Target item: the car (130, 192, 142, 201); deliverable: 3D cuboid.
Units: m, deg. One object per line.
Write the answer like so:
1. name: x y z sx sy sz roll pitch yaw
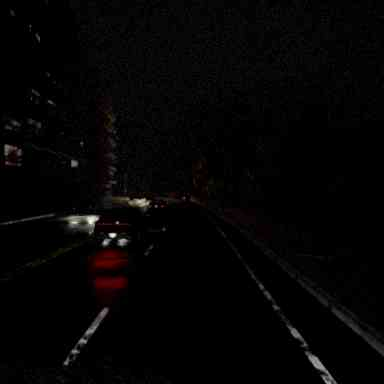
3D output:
1. car: -12.486 0.912 74.295 2.150 2.045 5.566 0 0 -5

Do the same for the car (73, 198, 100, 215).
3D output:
1. car: -10.152 1.363 32.826 1.882 1.535 5.008 0 0 -2

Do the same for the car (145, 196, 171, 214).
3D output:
1. car: -3.484 1.427 34.078 2.033 1.411 5.357 0 0 -2

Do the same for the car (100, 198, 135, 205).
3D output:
1. car: -6.850 1.492 31.041 1.895 1.301 4.718 0 0 -1

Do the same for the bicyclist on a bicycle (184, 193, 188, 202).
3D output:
1. bicyclist on a bicycle: -1.174 1.121 66.667 0.659 1.776 1.843 0 0 -5

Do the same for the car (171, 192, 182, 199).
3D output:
1. car: -3.490 1.016 83.023 1.882 1.535 5.008 0 0 -6

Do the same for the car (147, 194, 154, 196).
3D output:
1. car: -8.989 1.184 71.577 1.882 1.535 5.008 0 0 -5

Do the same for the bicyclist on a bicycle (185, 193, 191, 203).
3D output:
1. bicyclist on a bicycle: -0.595 1.221 58.526 0.866 1.612 1.509 0 -1 -4

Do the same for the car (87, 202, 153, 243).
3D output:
1. car: -3.166 1.449 15.632 1.837 1.490 4.892 0 0 0
